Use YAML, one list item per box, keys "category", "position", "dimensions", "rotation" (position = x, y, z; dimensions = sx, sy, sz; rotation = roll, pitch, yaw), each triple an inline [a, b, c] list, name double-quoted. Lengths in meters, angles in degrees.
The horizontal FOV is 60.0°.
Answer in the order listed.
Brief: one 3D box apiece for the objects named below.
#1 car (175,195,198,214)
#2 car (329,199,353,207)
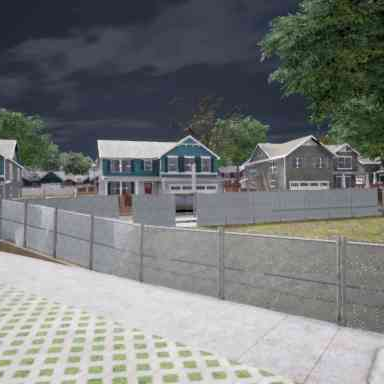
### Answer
- category: "car"
  position: [-0.861, 0.949, 24.027]
  dimensions: [5.357, 1.411, 2.033]
  rotation: [-2, 0, -18]
- category: "car"
  position: [12.121, 0.556, 27.982]
  dimensions: [4.892, 1.490, 1.837]
  rotation: [-2, 0, -16]
